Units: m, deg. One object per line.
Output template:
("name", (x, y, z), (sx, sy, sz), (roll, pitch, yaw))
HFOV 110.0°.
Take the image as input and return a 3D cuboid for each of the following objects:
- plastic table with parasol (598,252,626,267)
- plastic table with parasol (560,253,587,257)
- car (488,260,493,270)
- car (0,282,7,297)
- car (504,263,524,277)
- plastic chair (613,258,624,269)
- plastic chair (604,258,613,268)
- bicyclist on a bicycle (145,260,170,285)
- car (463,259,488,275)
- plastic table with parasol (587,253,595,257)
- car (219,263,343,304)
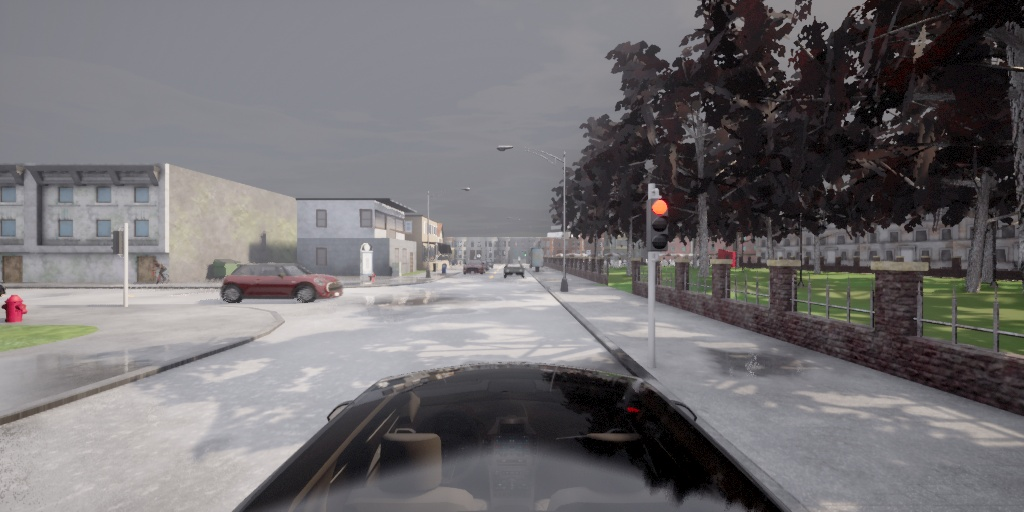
("plastic table with parasol", (15.279, 0.694, 55.030), (2.482, 2.480, 2.482), (0, 0, -40))
("plastic table with parasol", (9.959, 0.684, 57.767), (2.482, 2.480, 2.482), (0, 0, -40))
("car", (-4.108, 1.297, 49.052), (2.033, 1.411, 5.357), (0, 0, 0))
("car", (-25.314, 1.313, 15.762), (4.181, 1.385, 1.994), (0, 0, 0))
("car", (0.155, 1.351, 34.680), (1.895, 1.301, 4.718), (0, 0, -1))
("plastic chair", (16.012, 1.296, 54.032), (0.750, 1.272, 0.730), (0, 0, -40))
("plastic chair", (14.306, 1.306, 54.128), (0.730, 1.272, 0.750), (0, 0, -35))
("bicyclist on a bicycle", (-23.866, 1.098, 24.154), (0.582, 1.620, 1.656), (0, 0, 0))
("car", (-4.108, 1.102, 39.537), (2.097, 1.767, 4.553), (0, 0, 0))
("plastic table with parasol", (14.655, 0.673, 63.244), (2.482, 2.480, 2.482), (0, 0, -42))
("car", (-10.018, 1.102, 15.855), (4.553, 1.767, 2.097), (0, 0, -1))
